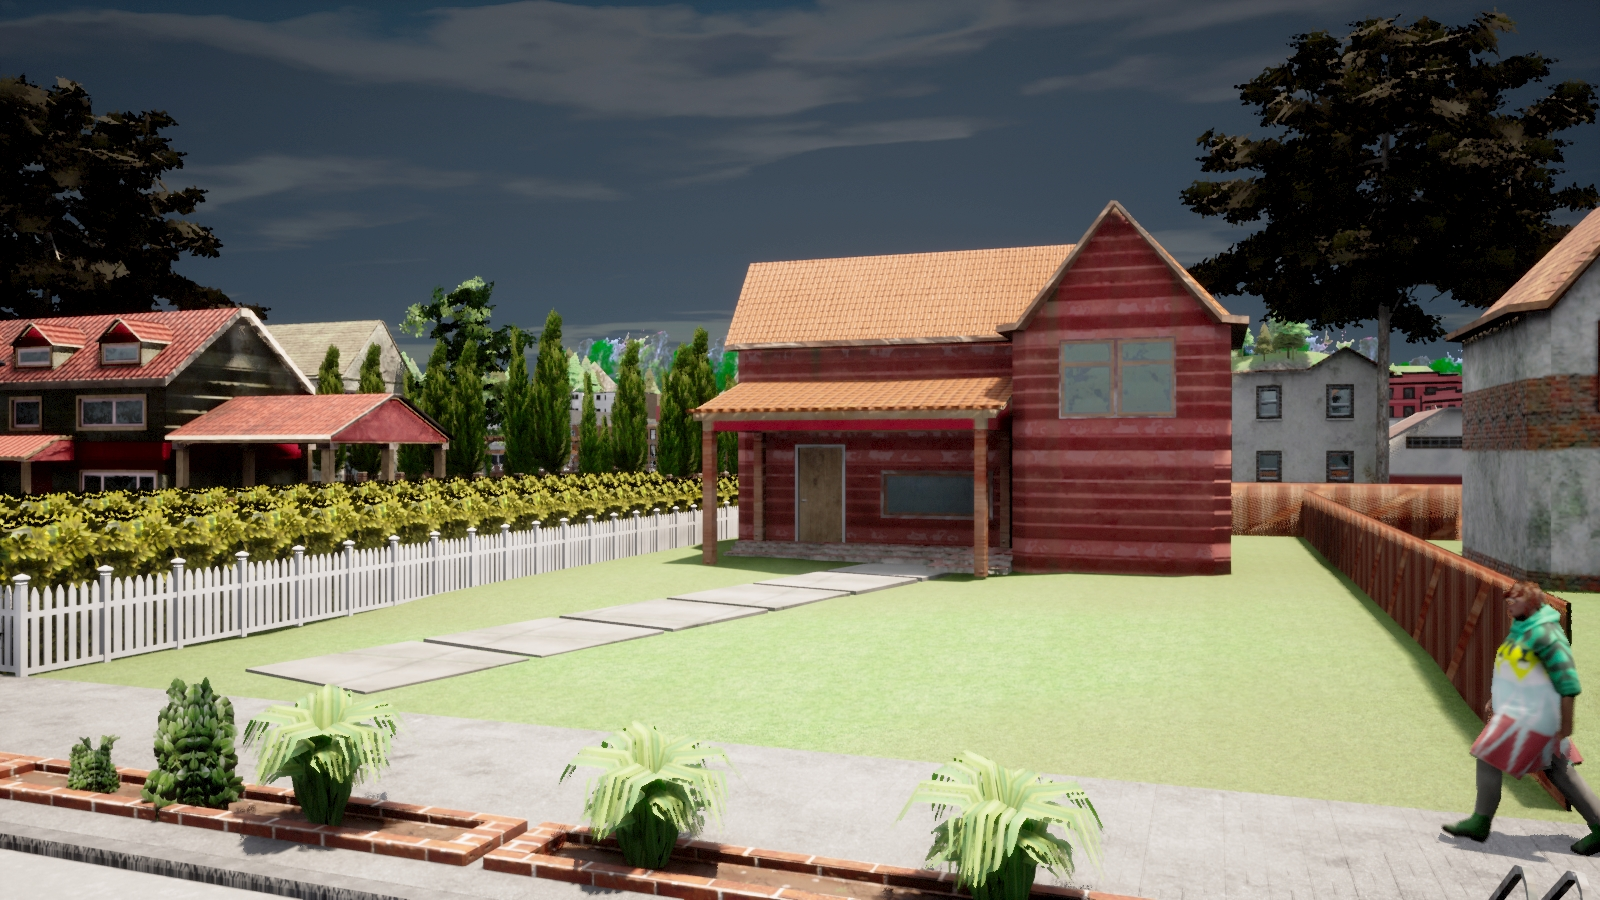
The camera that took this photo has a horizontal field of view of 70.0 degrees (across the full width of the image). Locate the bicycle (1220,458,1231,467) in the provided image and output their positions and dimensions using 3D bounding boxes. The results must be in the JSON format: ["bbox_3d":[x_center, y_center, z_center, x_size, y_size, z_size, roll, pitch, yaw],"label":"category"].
[{"bbox_3d":[71.098,2.060,190.887,1.835,1.471,0.329,0,0,20],"label":"bicycle"}]

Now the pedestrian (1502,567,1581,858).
[{"bbox_3d":[5.006,1.744,7.727,0.375,1.860,0.375,0,0,20],"label":"pedestrian"}]

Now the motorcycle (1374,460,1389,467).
[{"bbox_3d":[92.999,2.186,182.818,2.033,1.199,0.803,0,0,20],"label":"motorcycle"}]
